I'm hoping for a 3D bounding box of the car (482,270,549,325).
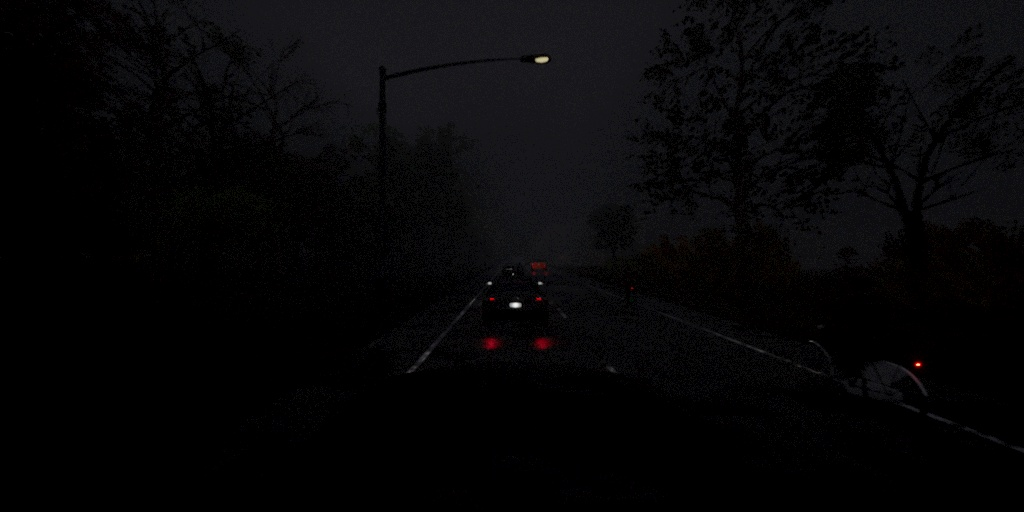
[{"bbox_3d":[0.100,1.323,11.860,1.994,1.385,4.181,0,0,0],"label":"car"}]

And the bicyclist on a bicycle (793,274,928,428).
[{"bbox_3d":[4.467,1.123,4.794,0.659,1.776,1.843,0,0,0],"label":"bicyclist on a bicycle"}]

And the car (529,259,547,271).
[{"bbox_3d":[3.608,1.145,50.114,2.097,1.767,4.553,0,0,0],"label":"car"}]

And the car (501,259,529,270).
[{"bbox_3d":[0.103,1.267,31.170,2.128,1.511,4.902,0,0,0],"label":"car"}]

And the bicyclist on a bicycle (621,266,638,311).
[{"bbox_3d":[4.468,1.213,13.606,0.582,1.620,1.656,0,0,0],"label":"bicyclist on a bicycle"}]
